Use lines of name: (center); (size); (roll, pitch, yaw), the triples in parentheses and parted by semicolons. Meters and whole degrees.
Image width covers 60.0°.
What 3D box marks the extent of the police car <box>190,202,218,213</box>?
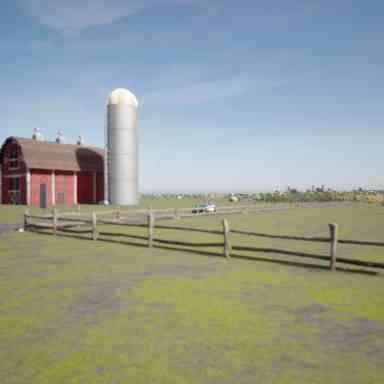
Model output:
police car: (1.670, 2.167, 46.429); (2.038, 1.542, 4.974); (-1, -1, 35)
